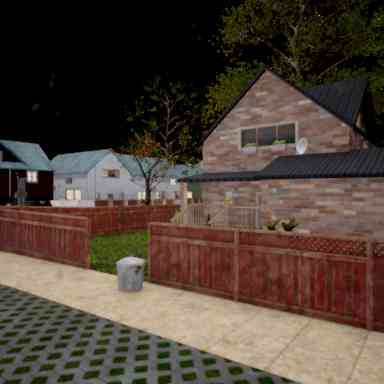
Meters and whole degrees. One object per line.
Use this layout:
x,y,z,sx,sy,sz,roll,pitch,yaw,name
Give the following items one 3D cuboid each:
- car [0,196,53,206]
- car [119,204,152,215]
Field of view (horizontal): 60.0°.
-12.593,1.333,23.472,2.150,2.045,5.566,0,0,36,car
-5.168,1.833,33.440,1.895,1.301,4.718,0,0,37,car
